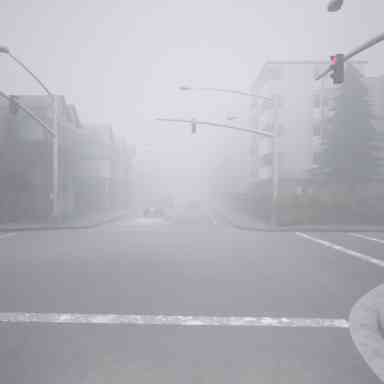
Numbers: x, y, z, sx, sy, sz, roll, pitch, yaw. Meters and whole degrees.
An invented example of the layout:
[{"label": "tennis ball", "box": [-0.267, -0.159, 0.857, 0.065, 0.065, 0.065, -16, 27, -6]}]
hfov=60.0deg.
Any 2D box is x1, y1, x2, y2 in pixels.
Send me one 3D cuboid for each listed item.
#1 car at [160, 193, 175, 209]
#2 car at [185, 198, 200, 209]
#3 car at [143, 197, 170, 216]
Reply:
[{"label": "car", "box": [-3.542, 1.211, 46.678, 2.150, 2.045, 5.566, 0, 1, 0]}, {"label": "car", "box": [0.119, 1.525, 45.537, 1.812, 1.442, 4.674, 0, 0, 0]}, {"label": "car", "box": [-3.581, 1.491, 32.388, 2.128, 1.511, 4.902, 0, 0, 0]}]
